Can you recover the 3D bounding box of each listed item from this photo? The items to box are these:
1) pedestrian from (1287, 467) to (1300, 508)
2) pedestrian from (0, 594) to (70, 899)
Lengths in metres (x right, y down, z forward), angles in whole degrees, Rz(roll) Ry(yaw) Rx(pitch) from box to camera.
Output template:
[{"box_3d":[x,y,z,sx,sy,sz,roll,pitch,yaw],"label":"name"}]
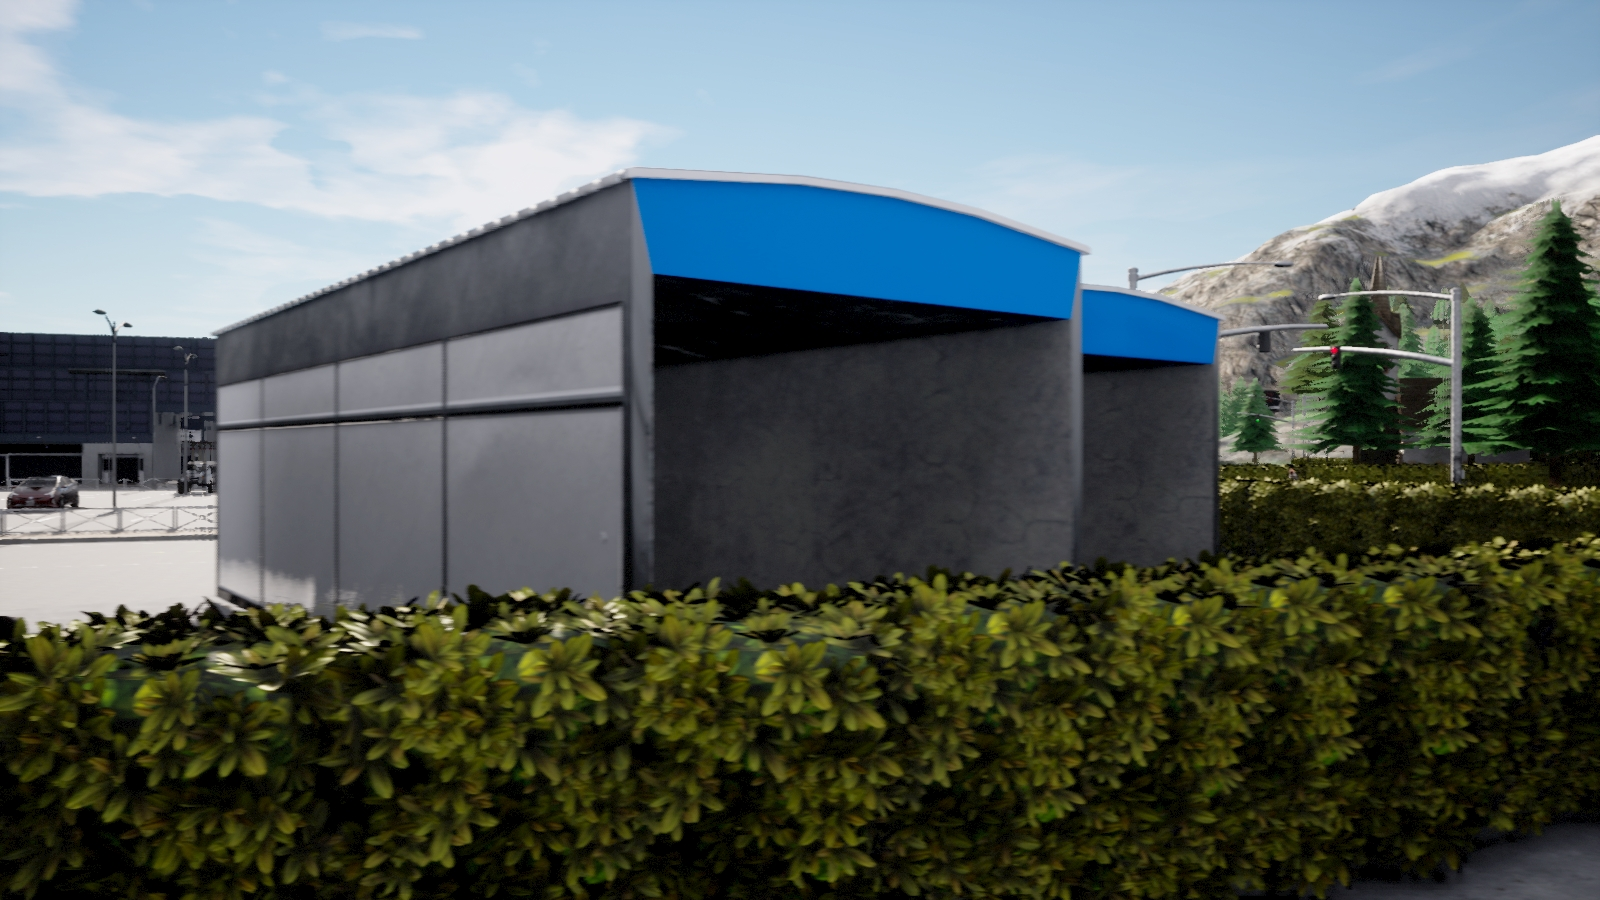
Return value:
[{"box_3d":[22.293,1.692,51.605,0.375,1.860,0.375,0,0,-15],"label":"pedestrian"},{"box_3d":[-4.784,1.844,7.021,0.375,1.860,0.375,0,0,-8],"label":"pedestrian"}]
